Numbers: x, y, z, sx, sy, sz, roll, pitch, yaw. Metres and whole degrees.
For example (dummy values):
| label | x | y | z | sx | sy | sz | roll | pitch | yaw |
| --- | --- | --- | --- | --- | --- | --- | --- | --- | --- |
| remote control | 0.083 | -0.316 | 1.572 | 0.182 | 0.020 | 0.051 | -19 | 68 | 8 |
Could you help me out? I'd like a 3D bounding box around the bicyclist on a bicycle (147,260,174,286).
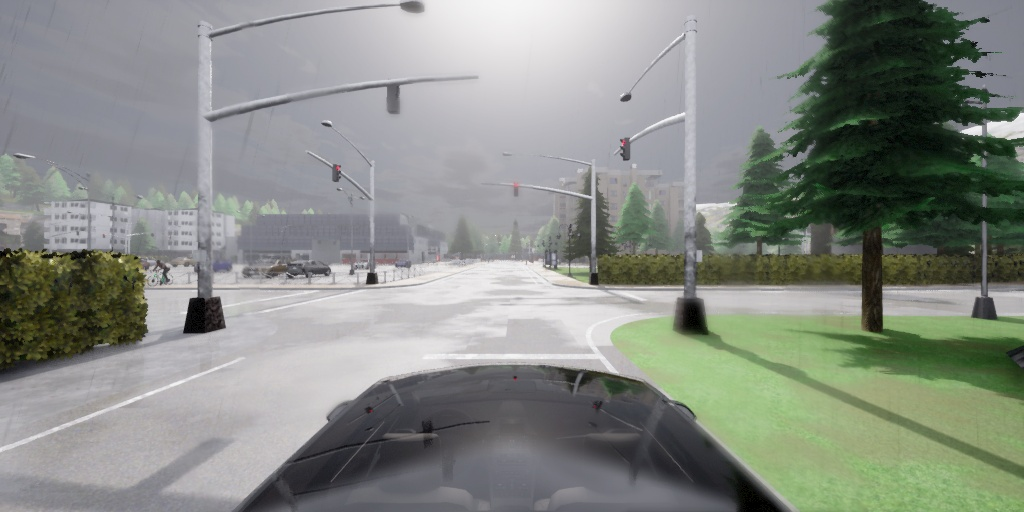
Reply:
| label | x | y | z | sx | sy | sz | roll | pitch | yaw |
| --- | --- | --- | --- | --- | --- | --- | --- | --- | --- |
| bicyclist on a bicycle | -21.761 | 1.051 | 22.213 | 0.582 | 1.620 | 1.656 | 0 | 0 | 1 |
